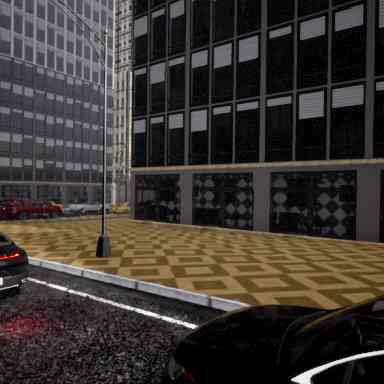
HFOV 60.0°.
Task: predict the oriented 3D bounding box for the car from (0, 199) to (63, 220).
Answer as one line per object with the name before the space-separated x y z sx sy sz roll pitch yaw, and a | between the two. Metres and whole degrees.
car | -14.181 1.519 29.677 2.192 1.841 5.009 1 0 37

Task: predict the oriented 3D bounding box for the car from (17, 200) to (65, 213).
car | -17.645 1.643 39.065 1.752 1.417 4.829 1 0 37

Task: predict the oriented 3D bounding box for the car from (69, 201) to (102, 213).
car | -12.783 1.801 41.248 1.895 1.301 4.718 1 0 37

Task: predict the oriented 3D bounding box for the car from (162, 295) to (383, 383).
car | 1.968 1.504 2.271 4.892 1.490 1.837 0 0 36

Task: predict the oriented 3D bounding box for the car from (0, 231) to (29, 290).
car | -5.748 1.500 7.814 4.892 1.490 1.837 0 0 36

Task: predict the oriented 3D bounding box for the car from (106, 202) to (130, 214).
car | -7.351 1.830 38.865 1.752 1.417 4.829 1 0 37
